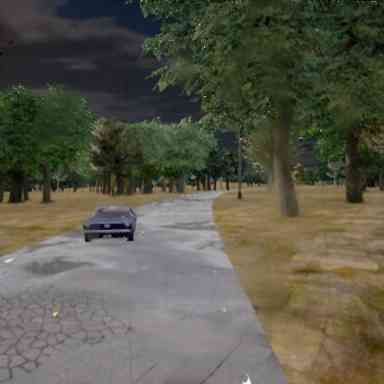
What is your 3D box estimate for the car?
[{"bbox_3d":[-3.408,1.264,14.343,1.895,1.301,4.718,0,1,-8],"label":"car"}]
